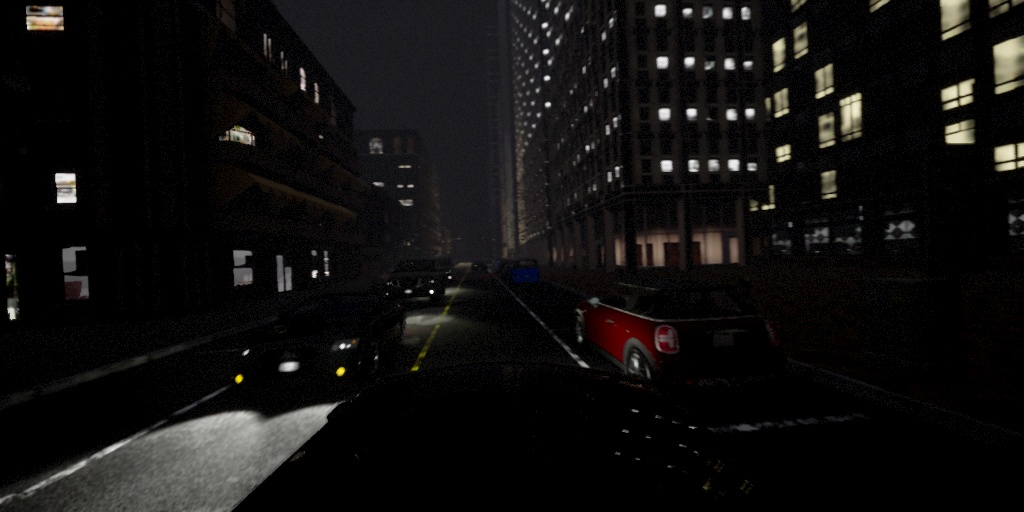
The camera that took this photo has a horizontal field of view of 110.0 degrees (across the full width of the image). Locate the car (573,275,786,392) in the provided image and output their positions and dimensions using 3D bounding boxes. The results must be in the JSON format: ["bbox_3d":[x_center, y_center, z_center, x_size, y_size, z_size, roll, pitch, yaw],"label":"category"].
[{"bbox_3d":[2.463,1.072,6.385,1.967,1.591,4.097,0,0,-6],"label":"car"}]

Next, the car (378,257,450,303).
[{"bbox_3d":[-4.526,1.107,17.515,2.150,2.045,5.566,-2,0,-5],"label":"car"}]

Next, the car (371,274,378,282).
[{"bbox_3d":[-7.585,1.549,22.395,2.007,1.370,4.403,0,0,-6],"label":"car"}]

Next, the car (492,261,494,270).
[{"bbox_3d":[-1.457,1.022,48.680,2.097,1.767,4.553,-2,0,-6],"label":"car"}]

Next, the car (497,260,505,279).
[{"bbox_3d":[0.173,1.208,28.863,2.007,1.370,4.403,0,0,-6],"label":"car"}]

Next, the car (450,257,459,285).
[{"bbox_3d":[-5.590,1.120,28.022,2.150,2.045,5.566,-2,0,-5],"label":"car"}]

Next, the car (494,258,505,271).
[{"bbox_3d":[-0.713,1.161,41.750,1.837,1.490,4.892,-2,0,-6],"label":"car"}]

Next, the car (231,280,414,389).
[{"bbox_3d":[-3.463,1.439,7.240,1.994,1.385,4.181,-2,0,-6],"label":"car"}]

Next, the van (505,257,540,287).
[{"bbox_3d":[0.745,0.992,23.244,1.690,1.789,3.998,0,0,-6],"label":"van"}]

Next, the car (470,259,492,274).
[{"bbox_3d":[-3.859,1.278,42.613,2.128,1.511,4.902,-2,0,-6],"label":"car"}]
